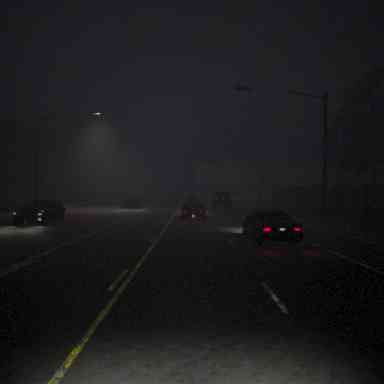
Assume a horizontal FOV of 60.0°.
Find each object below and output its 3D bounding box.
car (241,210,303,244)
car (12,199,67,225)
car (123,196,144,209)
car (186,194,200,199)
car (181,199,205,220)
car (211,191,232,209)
[{"bbox_3d":[3.598,1.537,15.732,2.033,1.411,5.357,0,0,0],"label":"car"},{"bbox_3d":[-10.594,1.302,23.410,2.097,1.767,4.553,0,0,0],"label":"car"},{"bbox_3d":[-7.053,1.238,40.055,1.812,1.442,4.674,0,1,0],"label":"car"},{"bbox_3d":[0.095,0.980,49.582,1.882,1.535,5.008,0,1,0],"label":"car"},{"bbox_3d":[0.097,1.511,27.545,1.895,1.301,4.718,0,1,0],"label":"car"},{"bbox_3d":[3.596,0.917,40.862,2.150,2.045,5.566,0,1,0],"label":"car"}]
